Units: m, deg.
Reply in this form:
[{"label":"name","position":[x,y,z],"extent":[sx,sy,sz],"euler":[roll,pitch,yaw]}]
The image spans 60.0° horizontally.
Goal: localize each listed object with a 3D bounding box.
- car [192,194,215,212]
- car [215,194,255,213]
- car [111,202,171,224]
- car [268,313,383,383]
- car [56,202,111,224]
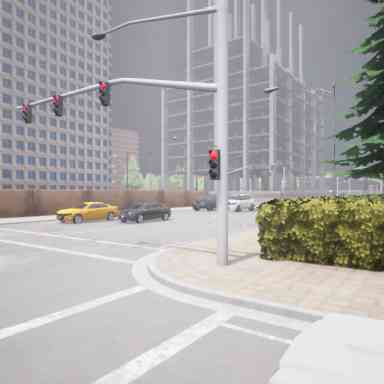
[{"label":"car","position":[2.312,1.279,40.158],"extent":[2.150,2.045,5.566],"euler":[0,0,36]},{"label":"car","position":[5.271,1.274,38.277],"extent":[2.150,2.045,5.566],"euler":[0,0,36]},{"label":"car","position":[-3.605,1.560,25.872],"extent":[1.837,1.490,4.892],"euler":[0,0,35]},{"label":"car","position":[2.828,1.601,1.951],"extent":[4.718,1.301,1.895],"euler":[0,0,36]},{"label":"car","position":[-7.994,1.533,25.743],"extent":[1.882,1.535,5.008],"euler":[0,0,35]}]
